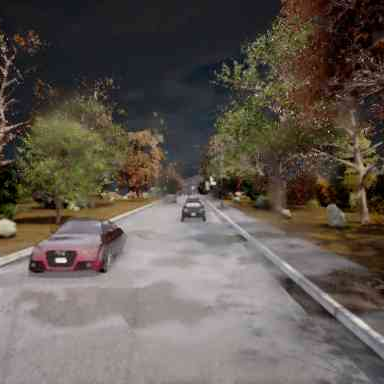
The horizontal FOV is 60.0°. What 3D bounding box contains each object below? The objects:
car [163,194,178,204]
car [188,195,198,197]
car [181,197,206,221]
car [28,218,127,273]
[{"bbox_3d":[-3.301,1.098,51.754,1.837,1.490,4.892,0,1,0],"label":"car"},{"bbox_3d":[0.109,1.178,44.070,2.128,1.511,4.902,0,1,0],"label":"car"},{"bbox_3d":[0.104,1.412,26.082,1.812,1.442,4.674,0,1,0],"label":"car"},{"bbox_3d":[-3.335,1.545,10.473,1.994,1.385,4.181,0,0,0],"label":"car"}]
